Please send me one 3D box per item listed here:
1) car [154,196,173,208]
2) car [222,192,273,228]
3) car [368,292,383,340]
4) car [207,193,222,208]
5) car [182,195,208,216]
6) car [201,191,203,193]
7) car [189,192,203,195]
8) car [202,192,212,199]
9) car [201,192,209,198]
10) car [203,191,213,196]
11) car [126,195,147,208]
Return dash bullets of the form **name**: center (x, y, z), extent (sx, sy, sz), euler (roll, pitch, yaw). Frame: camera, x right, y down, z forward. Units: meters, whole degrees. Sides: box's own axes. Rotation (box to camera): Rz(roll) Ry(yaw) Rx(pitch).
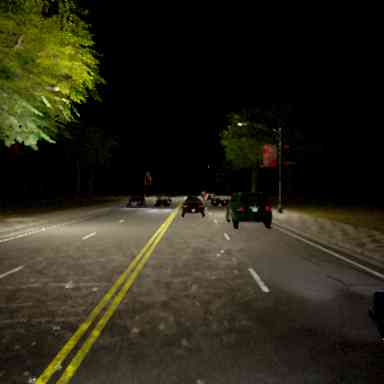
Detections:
- **car**: center (-3.336, 1.201, 39.131), extent (1.895, 1.301, 4.718), euler (0, 1, 0)
- **car**: center (3.355, 1.011, 20.374), extent (2.150, 2.045, 5.566), euler (0, 1, 0)
- **car**: center (3.351, 1.574, 2.427), extent (1.895, 1.301, 4.718), euler (0, 1, 0)
- **car**: center (3.255, 1.184, 40.785), extent (1.895, 1.301, 4.718), euler (0, 1, 0)
- **car**: center (0.104, 1.235, 28.156), extent (1.812, 1.442, 4.674), euler (0, 1, 0)
- **car**: center (3.258, 0.709, 62.721), extent (2.097, 1.767, 4.553), euler (0, 1, 0)
- **car**: center (0.106, 1.049, 48.960), extent (2.033, 1.411, 5.357), euler (0, 1, 0)
- **car**: center (3.259, 0.776, 73.752), extent (2.033, 1.411, 5.357), euler (0, 1, 0)
- **car**: center (3.260, 0.643, 84.751), extent (2.033, 1.411, 5.357), euler (0, 1, 0)
- **car**: center (3.256, 0.965, 51.753), extent (2.128, 1.511, 4.902), euler (0, 1, 0)
- **car**: center (-6.582, 1.116, 40.030), extent (1.812, 1.442, 4.674), euler (0, 1, 0)
